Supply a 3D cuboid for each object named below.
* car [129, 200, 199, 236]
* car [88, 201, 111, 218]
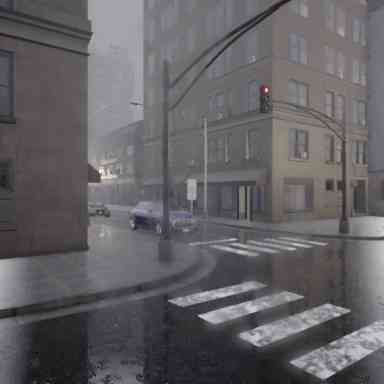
[{"bbox_3d":[-1.595,1.268,17.998,2.097,1.767,4.553,0,0,-36],"label":"car"},{"bbox_3d":[-8.203,1.420,27.232,1.994,1.385,4.181,0,0,-35],"label":"car"}]
